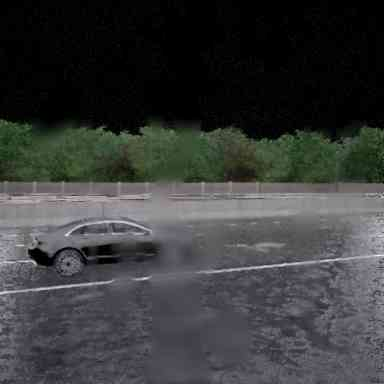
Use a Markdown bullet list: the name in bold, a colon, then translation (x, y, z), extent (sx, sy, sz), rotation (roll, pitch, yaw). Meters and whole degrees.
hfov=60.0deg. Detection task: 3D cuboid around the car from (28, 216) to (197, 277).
- **car**: translation (-2.296, 1.501, 10.204), extent (4.902, 1.511, 2.128), rotation (-1, 1, -19)
